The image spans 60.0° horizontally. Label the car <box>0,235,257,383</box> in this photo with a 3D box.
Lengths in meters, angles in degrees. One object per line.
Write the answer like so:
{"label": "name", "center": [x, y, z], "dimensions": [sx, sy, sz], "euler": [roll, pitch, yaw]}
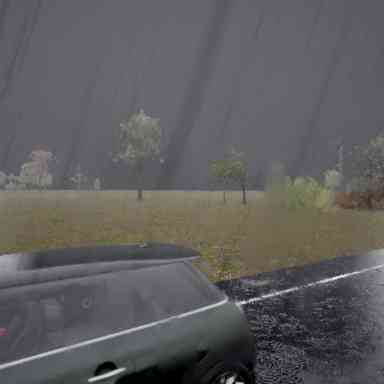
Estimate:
{"label": "car", "center": [-1.612, 1.352, 2.840], "dimensions": [4.553, 1.767, 2.097], "euler": [0, 0, -36]}
